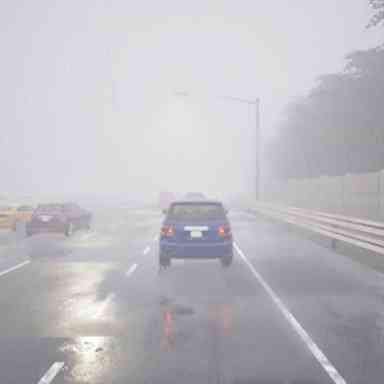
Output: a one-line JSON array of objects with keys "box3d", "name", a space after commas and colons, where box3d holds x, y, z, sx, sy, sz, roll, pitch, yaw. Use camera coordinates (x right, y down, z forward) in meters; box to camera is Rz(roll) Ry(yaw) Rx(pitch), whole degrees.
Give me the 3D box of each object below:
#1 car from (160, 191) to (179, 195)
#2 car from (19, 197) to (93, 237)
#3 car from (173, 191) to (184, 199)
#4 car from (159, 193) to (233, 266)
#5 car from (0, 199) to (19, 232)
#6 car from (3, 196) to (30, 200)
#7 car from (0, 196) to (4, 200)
[{"box3d": [-3.270, 0.892, 45.243, 2.150, 2.045, 5.566, 0, 1, 1], "name": "car"}, {"box3d": [-6.857, 1.285, 17.710, 2.097, 1.767, 4.553, 0, 1, 0], "name": "car"}, {"box3d": [-3.030, 0.739, 75.421, 2.097, 1.767, 4.553, 0, 1, 0], "name": "car"}, {"box3d": [0.121, 1.202, 11.580, 2.150, 2.045, 5.566, 0, 0, 0], "name": "car"}, {"box3d": [-10.349, 1.395, 19.484, 1.882, 1.535, 5.008, 0, 1, 0], "name": "car"}, {"box3d": [-20.815, 1.236, 41.117, 1.812, 1.442, 4.674, 0, 0, 1], "name": "car"}, {"box3d": [-24.310, 1.233, 41.436, 1.812, 1.442, 4.674, 0, 0, 1], "name": "car"}]
